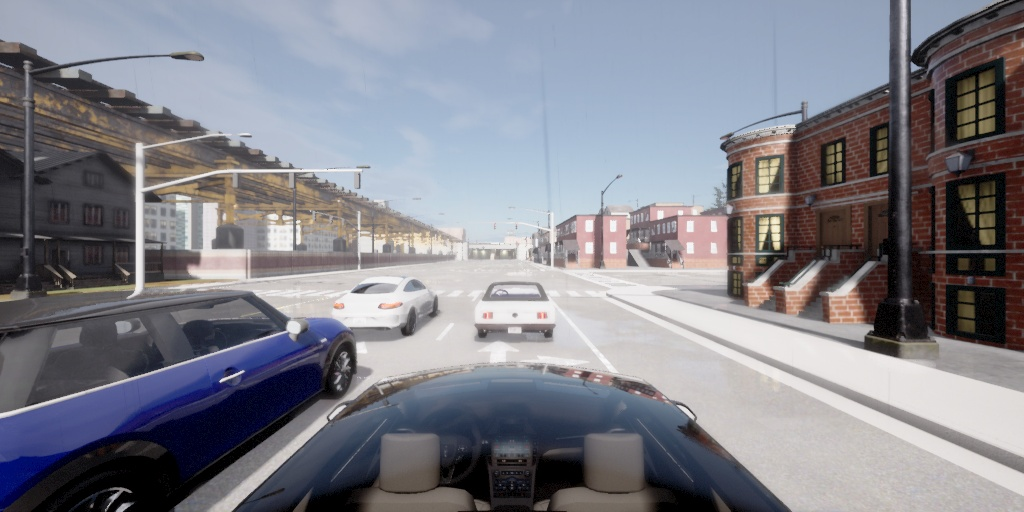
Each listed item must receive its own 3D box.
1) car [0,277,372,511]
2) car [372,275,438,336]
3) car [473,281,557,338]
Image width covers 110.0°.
[{"bbox_3d":[-3.398,1.102,3.628,2.097,1.767,4.553,0,0,0],"label":"car"},{"bbox_3d":[-3.395,1.275,10.271,1.812,1.442,4.674,0,0,0],"label":"car"},{"bbox_3d":[0.108,1.350,10.163,1.895,1.301,4.718,0,0,1],"label":"car"}]
